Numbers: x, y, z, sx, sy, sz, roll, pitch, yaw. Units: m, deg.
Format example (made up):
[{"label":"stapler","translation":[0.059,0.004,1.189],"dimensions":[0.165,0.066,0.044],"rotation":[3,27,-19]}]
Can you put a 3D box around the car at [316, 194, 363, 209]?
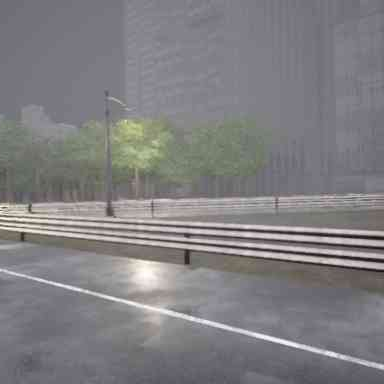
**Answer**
[{"label":"car","translation":[14.819,0.983,33.388],"dimensions":[4.674,1.442,1.812],"rotation":[-2,-1,-6]}]
